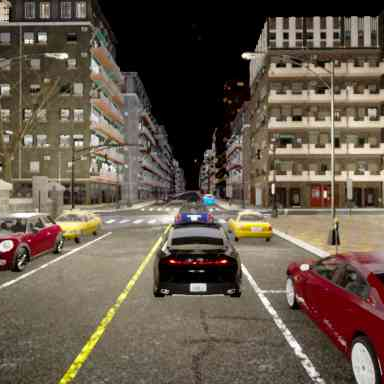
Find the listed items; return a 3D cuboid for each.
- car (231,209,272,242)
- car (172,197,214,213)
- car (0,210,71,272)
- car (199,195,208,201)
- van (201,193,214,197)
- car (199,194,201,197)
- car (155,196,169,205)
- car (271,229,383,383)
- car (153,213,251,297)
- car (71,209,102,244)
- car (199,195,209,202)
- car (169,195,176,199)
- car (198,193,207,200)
[{"bbox_3d":[2.715,1.525,16.311,1.752,1.417,4.829,1,0,0],"label":"car"},{"bbox_3d":[0.138,1.351,18.790,2.097,1.767,4.553,0,0,1],"label":"car"},{"bbox_3d":[-5.670,1.441,10.552,1.967,1.590,4.097,1,0,0],"label":"car"},{"bbox_3d":[2.778,1.485,82.488,2.008,1.369,4.403,1,0,0],"label":"car"},{"bbox_3d":[2.753,1.315,54.134,1.690,1.788,3.998,1,0,0],"label":"van"},{"bbox_3d":[2.756,1.512,59.806,1.887,1.381,4.507,1,0,0],"label":"car"},{"bbox_3d":[-5.625,1.549,59.870,1.802,1.307,4.206,1,0,0],"label":"car"},{"bbox_3d":[2.704,1.545,4.908,1.887,1.381,4.507,1,0,0],"label":"car"},{"bbox_3d":[0.111,1.505,8.531,1.837,1.490,4.892,0,0,0],"label":"car"},{"bbox_3d":[-5.666,1.525,15.996,1.752,1.417,4.829,1,0,0],"label":"car"},{"bbox_3d":[2.772,1.494,76.818,2.008,1.369,4.403,1,0,0],"label":"car"},{"bbox_3d":[-5.598,1.505,88.225,1.802,1.307,4.206,1,0,0],"label":"car"},{"bbox_3d":[2.786,1.238,88.160,2.192,1.841,5.009,1,0,0],"label":"car"}]
